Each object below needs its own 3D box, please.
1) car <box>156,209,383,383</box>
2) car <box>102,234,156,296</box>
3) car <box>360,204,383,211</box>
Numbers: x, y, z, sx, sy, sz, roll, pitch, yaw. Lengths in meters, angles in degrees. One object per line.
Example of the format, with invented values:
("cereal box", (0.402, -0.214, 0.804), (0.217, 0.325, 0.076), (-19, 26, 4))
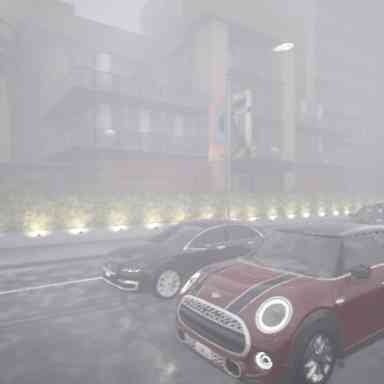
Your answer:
("car", (1.977, 1.332, 5.357), (4.553, 1.767, 2.097), (0, 0, -35))
("car", (0.219, 1.477, 8.401), (4.892, 1.490, 1.837), (0, 0, -35))
("car", (7.740, 1.300, 13.642), (4.553, 1.767, 2.097), (0, 0, -35))
